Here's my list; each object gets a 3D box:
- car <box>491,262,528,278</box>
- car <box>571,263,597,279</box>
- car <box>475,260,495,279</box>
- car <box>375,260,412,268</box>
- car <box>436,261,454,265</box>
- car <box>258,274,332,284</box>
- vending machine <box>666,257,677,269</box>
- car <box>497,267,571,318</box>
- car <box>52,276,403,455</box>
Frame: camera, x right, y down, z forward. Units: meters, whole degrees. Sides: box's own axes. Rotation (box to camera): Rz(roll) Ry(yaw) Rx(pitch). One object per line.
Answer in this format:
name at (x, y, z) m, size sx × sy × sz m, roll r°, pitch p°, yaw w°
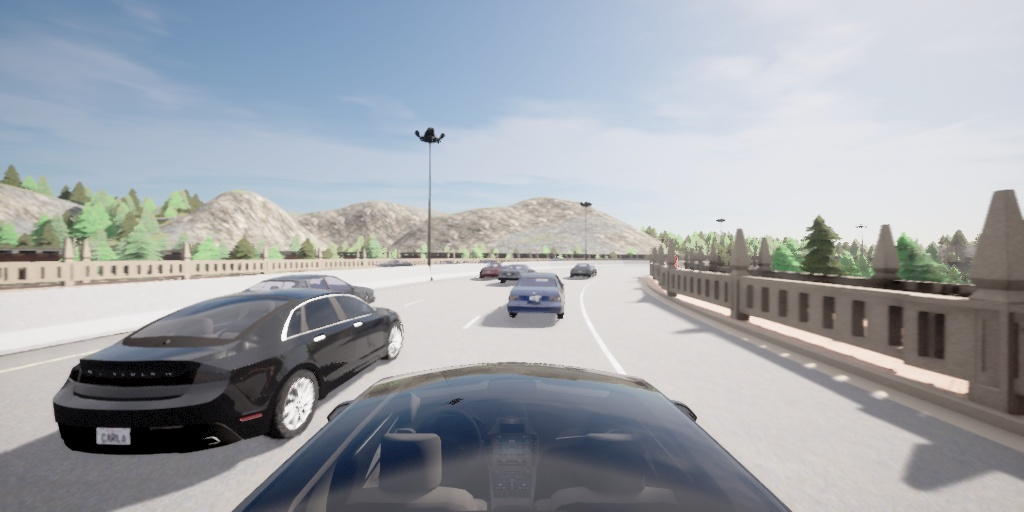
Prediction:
car at (0.510, 1.311, 26.944) m, size 2.033 × 1.411 × 5.357 m, roll 0°, pitch 0°, yaw 17°
car at (6.849, 1.361, 34.046) m, size 1.994 × 1.385 × 4.181 m, roll 0°, pitch 0°, yaw 22°
car at (-1.348, 1.320, 32.207) m, size 1.994 × 1.385 × 4.181 m, roll 0°, pitch 0°, yaw 19°
car at (-13.339, 1.192, 40.566) m, size 2.128 × 1.511 × 4.902 m, roll 0°, pitch 0°, yaw 22°
car at (-8.050, 1.292, 44.070) m, size 1.994 × 1.385 × 4.181 m, roll 0°, pitch 0°, yaw 25°
car at (-6.286, 1.270, 11.100) m, size 2.033 × 1.411 × 5.357 m, roll 0°, pitch 0°, yaw 6°
vending machine at (14.565, 1.030, 32.663) m, size 1.100 × 2.100 × 0.880 m, roll 0°, pitch 0°, yaw 24°
car at (1.011, 1.307, 13.115) m, size 2.033 × 1.411 × 5.357 m, roll 0°, pitch 0°, yaw 8°
car at (-3.186, 1.241, 5.380) m, size 1.837 × 1.490 × 4.892 m, roll 0°, pitch 0°, yaw 2°
